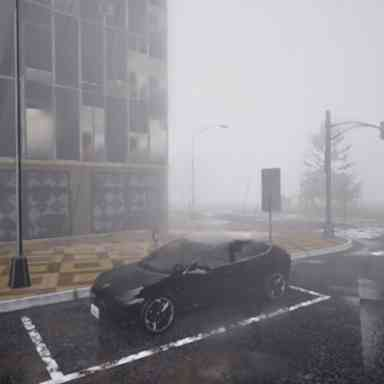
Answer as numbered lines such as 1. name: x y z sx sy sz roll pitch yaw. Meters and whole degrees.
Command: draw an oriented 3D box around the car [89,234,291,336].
1. car: 0.188 1.576 6.699 4.313 1.339 1.947 0 -1 -35
